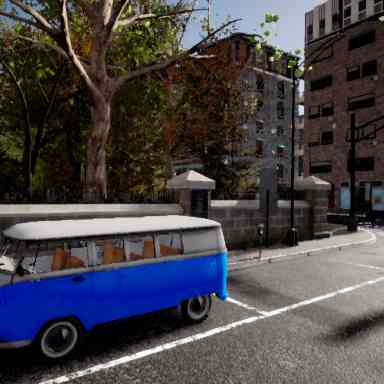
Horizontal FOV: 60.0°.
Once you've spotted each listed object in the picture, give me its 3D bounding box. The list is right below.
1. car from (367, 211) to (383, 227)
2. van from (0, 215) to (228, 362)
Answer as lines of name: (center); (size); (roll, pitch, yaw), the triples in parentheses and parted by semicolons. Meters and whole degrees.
car: (12.874, 1.582, 19.569); (1.895, 1.301, 4.718); (1, 1, -19)
van: (-1.246, 1.342, 5.613); (3.998, 1.788, 1.690); (0, 1, -36)
